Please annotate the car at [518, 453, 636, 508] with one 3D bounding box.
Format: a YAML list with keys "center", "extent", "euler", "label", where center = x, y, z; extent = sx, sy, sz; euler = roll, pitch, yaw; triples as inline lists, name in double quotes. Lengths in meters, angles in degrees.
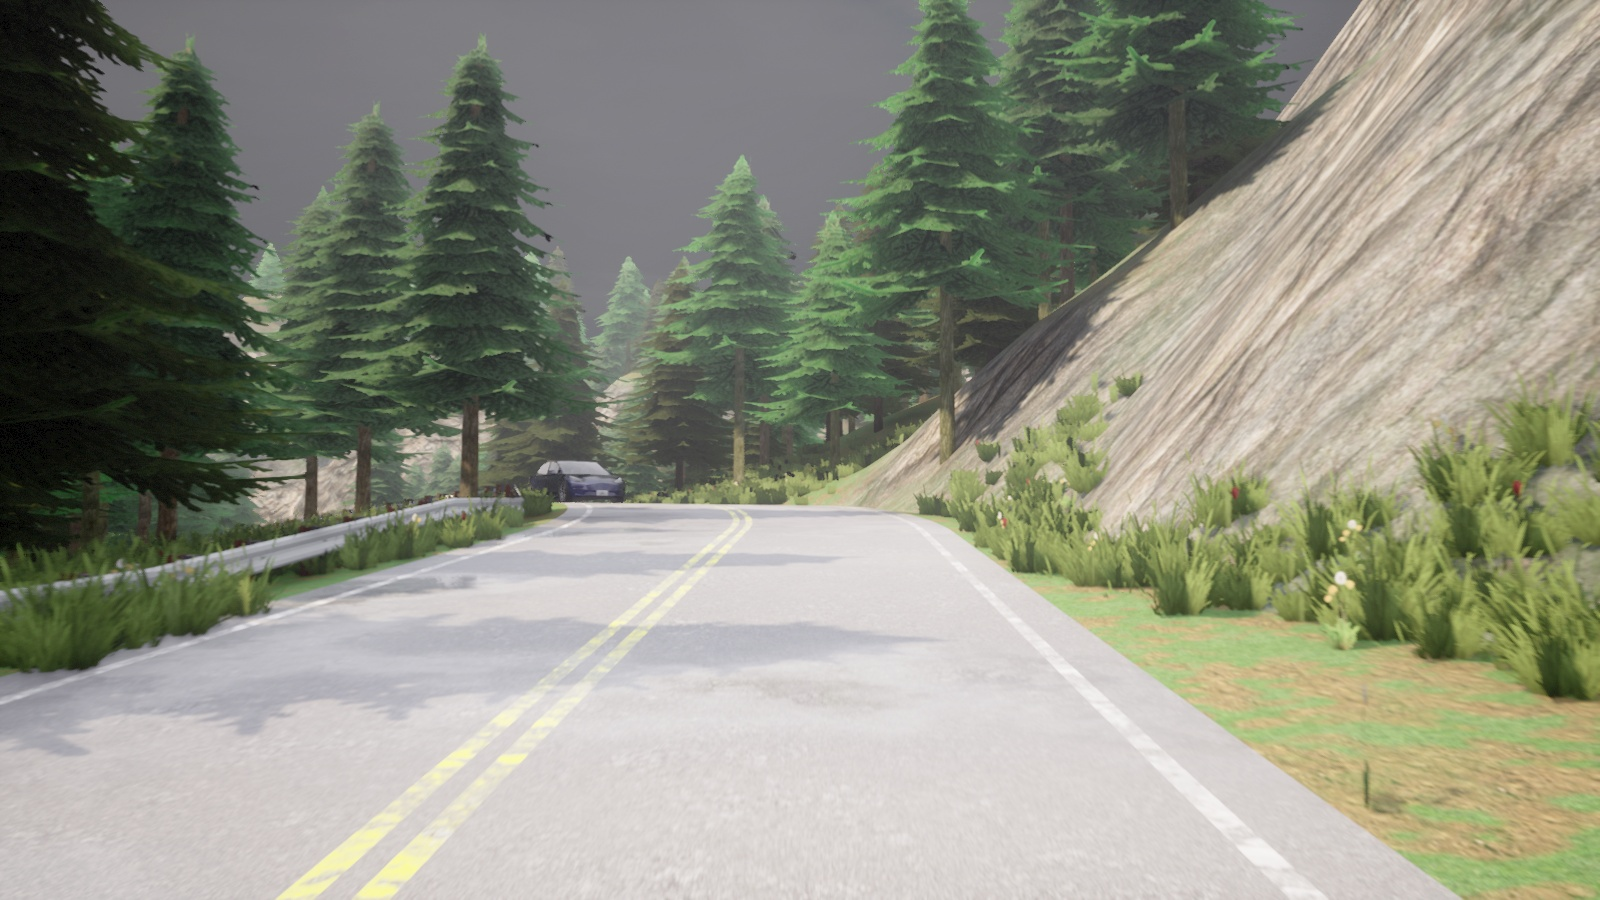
- center: [-7.186, 1.028, 40.056]
  extent: [2.163, 1.488, 4.792]
  euler: [3, -5, -30]
  label: "car"
